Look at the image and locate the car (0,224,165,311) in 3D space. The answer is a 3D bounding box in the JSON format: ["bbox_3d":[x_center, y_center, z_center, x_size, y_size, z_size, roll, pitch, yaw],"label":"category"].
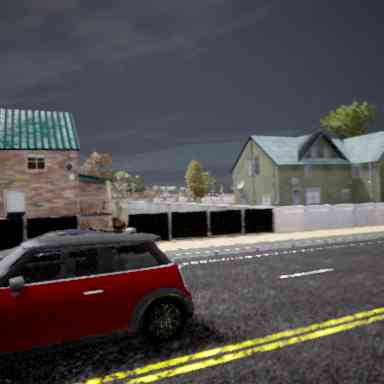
[{"bbox_3d":[-3.396,1.770,8.526,4.902,1.511,2.128,-1,-1,-26],"label":"car"}]

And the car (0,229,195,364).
[{"bbox_3d":[-2.326,1.537,5.441,4.553,1.767,2.097,-1,-1,-26],"label":"car"}]
